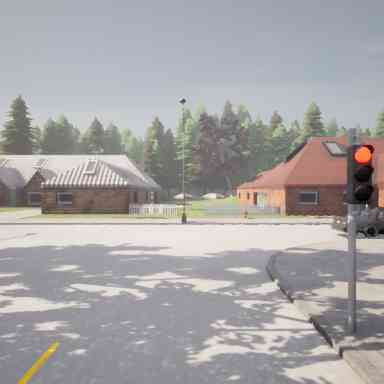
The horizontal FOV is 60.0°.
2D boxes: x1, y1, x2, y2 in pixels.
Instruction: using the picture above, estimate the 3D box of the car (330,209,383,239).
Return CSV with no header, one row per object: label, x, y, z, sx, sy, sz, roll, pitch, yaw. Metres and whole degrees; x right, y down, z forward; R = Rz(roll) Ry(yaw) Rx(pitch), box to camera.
car,9.870,1.547,16.731,5.357,1.411,2.033,0,0,0
